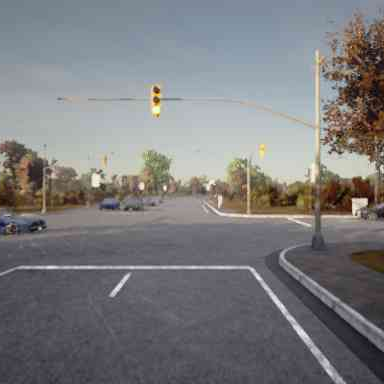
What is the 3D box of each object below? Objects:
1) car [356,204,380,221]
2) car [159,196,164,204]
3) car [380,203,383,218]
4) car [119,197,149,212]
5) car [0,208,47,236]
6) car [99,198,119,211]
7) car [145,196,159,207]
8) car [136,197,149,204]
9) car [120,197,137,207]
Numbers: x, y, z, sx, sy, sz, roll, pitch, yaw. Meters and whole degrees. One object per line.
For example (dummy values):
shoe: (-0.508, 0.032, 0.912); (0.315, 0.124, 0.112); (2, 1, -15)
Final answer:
car: (15.969, 1.576, 27.273); (4.674, 1.442, 1.812); (0, 0, 3)
car: (-6.931, 1.652, 68.457); (1.812, 1.442, 4.674); (0, 0, 0)
car: (16.659, 1.535, 23.730); (4.902, 1.511, 2.128); (0, 0, 3)
car: (-7.059, 1.624, 41.019); (2.033, 1.411, 5.357); (0, 0, 0)
car: (-10.879, 1.582, 18.196); (5.357, 1.411, 2.033); (0, 0, 3)
car: (-10.554, 1.557, 42.848); (1.882, 1.535, 5.008); (0, 0, 0)
car: (-7.034, 1.452, 53.469); (2.097, 1.767, 4.553); (0, 0, 0)
car: (-10.427, 1.726, 70.449); (1.895, 1.301, 4.718); (0, 0, 0)
car: (-10.525, 1.609, 55.339); (1.837, 1.490, 4.892); (0, -1, 0)
